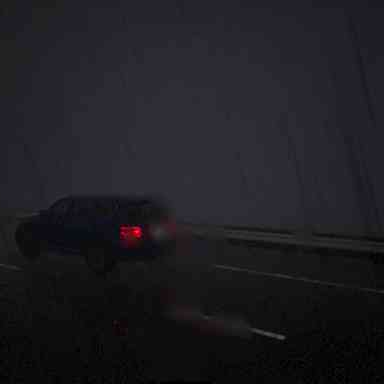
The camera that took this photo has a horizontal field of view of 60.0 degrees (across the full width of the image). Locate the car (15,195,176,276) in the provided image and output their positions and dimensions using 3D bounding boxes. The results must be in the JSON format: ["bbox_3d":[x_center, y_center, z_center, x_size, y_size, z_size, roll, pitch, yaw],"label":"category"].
[{"bbox_3d":[-3.073,1.093,10.167,5.566,2.045,2.150,1,1,34],"label":"car"}]
